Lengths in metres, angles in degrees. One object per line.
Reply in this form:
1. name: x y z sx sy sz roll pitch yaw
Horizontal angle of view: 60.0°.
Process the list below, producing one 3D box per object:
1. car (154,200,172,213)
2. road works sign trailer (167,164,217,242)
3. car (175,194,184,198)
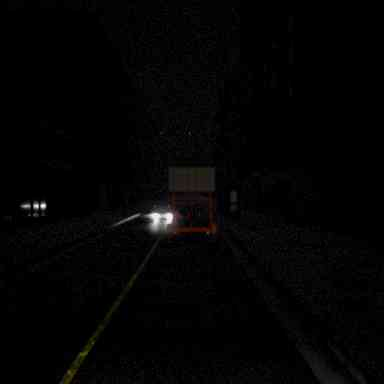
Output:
1. car: -3.106 1.561 36.819 1.895 1.301 4.718 0 0 0
2. road works sign trailer: -0.005 0.443 16.188 2.380 3.560 2.880 0 0 0
3. car: -3.022 1.153 79.327 1.882 1.535 5.008 0 0 0
